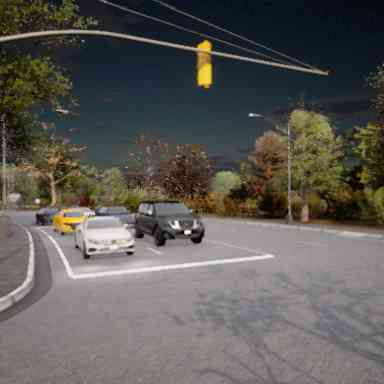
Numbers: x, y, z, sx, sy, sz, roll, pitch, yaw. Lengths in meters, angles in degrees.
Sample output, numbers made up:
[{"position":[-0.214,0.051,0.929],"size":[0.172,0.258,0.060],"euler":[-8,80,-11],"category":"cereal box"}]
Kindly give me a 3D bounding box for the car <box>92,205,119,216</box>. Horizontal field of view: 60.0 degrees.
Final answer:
[{"position":[-12.560,2.668,48.075],"size":[1.837,1.490,4.892],"euler":[0,-2,-39],"category":"car"}]

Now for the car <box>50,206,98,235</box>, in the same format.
[{"position":[-7.997,1.919,22.184],"size":[1.882,1.535,5.008],"euler":[0,-2,-29],"category":"car"}]

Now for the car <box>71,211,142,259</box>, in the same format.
[{"position":[-3.750,1.739,13.858],"size":[1.812,1.442,4.674],"euler":[0,-1,-25],"category":"car"}]

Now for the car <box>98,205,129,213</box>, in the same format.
[{"position":[-5.852,1.832,25.448],"size":[2.097,1.767,4.553],"euler":[0,-2,-30],"category":"car"}]

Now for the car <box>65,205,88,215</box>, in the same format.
[{"position":[-19.370,2.991,55.832],"size":[1.837,1.490,4.892],"euler":[0,-2,-43],"category":"car"}]

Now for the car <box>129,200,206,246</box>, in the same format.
[{"position":[-1.335,1.458,17.008],"size":[2.150,2.045,5.566],"euler":[0,-1,-25],"category":"car"}]

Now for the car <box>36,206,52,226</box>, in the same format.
[{"position":[-13.212,2.263,30.892],"size":[1.837,1.490,4.892],"euler":[0,-2,-34],"category":"car"}]

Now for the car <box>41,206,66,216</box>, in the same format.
[{"position":[-22.713,3.018,54.287],"size":[2.128,1.511,4.902],"euler":[0,-2,-44],"category":"car"}]

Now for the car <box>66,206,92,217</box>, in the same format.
[{"position":[-15.893,2.726,46.598],"size":[1.812,1.442,4.674],"euler":[0,-2,-39],"category":"car"}]
